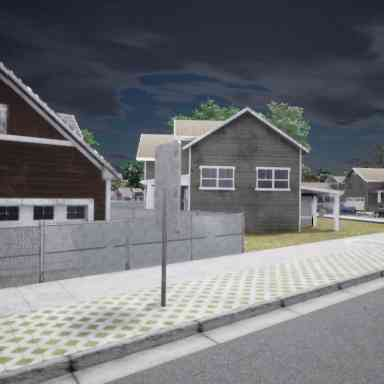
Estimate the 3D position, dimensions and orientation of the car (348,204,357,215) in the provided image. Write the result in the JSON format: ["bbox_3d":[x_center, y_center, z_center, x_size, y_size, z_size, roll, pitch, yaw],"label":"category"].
[{"bbox_3d":[20.986,2.357,46.243,1.812,1.442,4.674,1,-2,-6],"label":"car"}]

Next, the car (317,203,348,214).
[{"bbox_3d":[18.188,2.239,44.683,2.128,1.511,4.902,1,-2,-6],"label":"car"}]

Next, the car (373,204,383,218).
[{"bbox_3d":[19.360,1.895,31.667,1.837,1.490,4.892,1,-2,-4],"label":"car"}]
